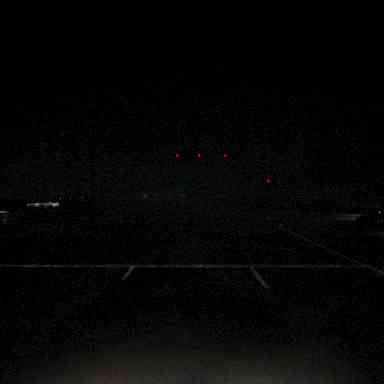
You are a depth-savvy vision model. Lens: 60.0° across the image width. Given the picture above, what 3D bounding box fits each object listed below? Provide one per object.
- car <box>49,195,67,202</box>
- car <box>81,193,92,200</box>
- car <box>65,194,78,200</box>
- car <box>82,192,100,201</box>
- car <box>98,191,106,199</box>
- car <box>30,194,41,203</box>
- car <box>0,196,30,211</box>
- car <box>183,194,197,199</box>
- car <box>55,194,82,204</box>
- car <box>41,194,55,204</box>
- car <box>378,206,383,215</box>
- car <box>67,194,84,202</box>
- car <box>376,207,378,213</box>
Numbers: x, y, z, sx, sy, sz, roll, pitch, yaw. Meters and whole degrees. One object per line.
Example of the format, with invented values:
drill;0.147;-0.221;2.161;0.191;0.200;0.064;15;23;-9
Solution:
car;-28.073;1.311;69.818;1.895;1.301;4.718;0;0;0
car;-25.489;1.024;80.331;2.097;1.767;4.553;0;0;-10
car;-29.065;1.209;80.375;2.033;1.411;5.357;0;0;-10
car;-21.049;1.221;68.613;1.837;1.490;4.892;0;0;0
car;-21.860;0.898;79.589;2.150;2.045;5.566;0;0;-7
car;-28.071;1.110;60.039;2.097;1.767;4.553;0;0;0
car;-21.123;1.454;38.498;1.895;1.301;4.718;0;0;0
car;-0.168;1.201;94.674;1.895;1.301;4.718;0;0;-18
car;-21.109;1.123;57.149;2.097;1.767;4.553;0;0;0
car;-24.588;1.287;59.450;1.812;1.442;4.674;0;0;0
car;17.649;1.260;26.079;4.553;1.767;2.097;0;0;6
car;-24.571;1.214;70.113;1.837;1.490;4.892;0;0;0
car;19.457;1.441;29.502;5.357;1.411;2.033;0;0;7
